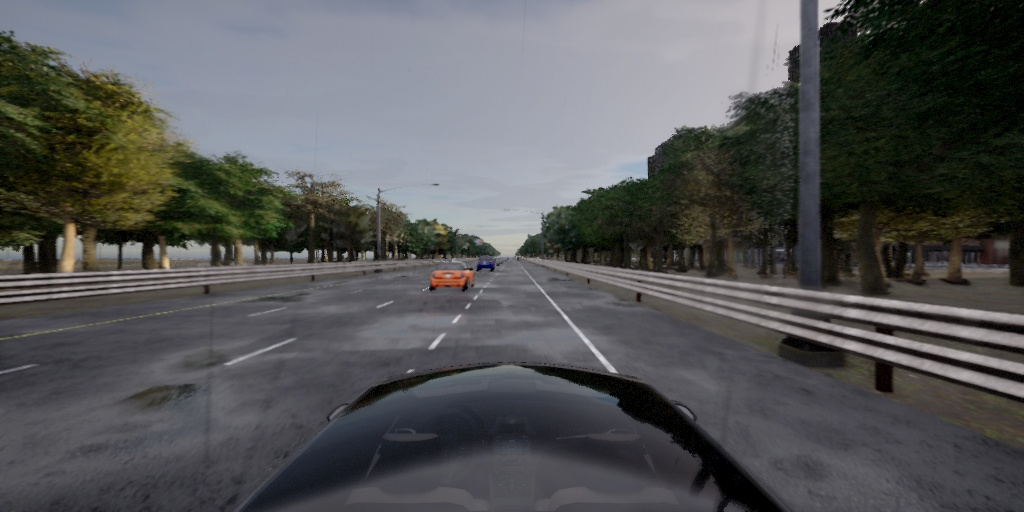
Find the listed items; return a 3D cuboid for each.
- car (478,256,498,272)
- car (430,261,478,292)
[{"bbox_3d":[-3.441,1.020,47.927,2.150,2.045,5.566,0,0,0],"label":"car"},{"bbox_3d":[-3.495,1.113,21.733,2.097,1.767,4.553,0,0,0],"label":"car"}]
